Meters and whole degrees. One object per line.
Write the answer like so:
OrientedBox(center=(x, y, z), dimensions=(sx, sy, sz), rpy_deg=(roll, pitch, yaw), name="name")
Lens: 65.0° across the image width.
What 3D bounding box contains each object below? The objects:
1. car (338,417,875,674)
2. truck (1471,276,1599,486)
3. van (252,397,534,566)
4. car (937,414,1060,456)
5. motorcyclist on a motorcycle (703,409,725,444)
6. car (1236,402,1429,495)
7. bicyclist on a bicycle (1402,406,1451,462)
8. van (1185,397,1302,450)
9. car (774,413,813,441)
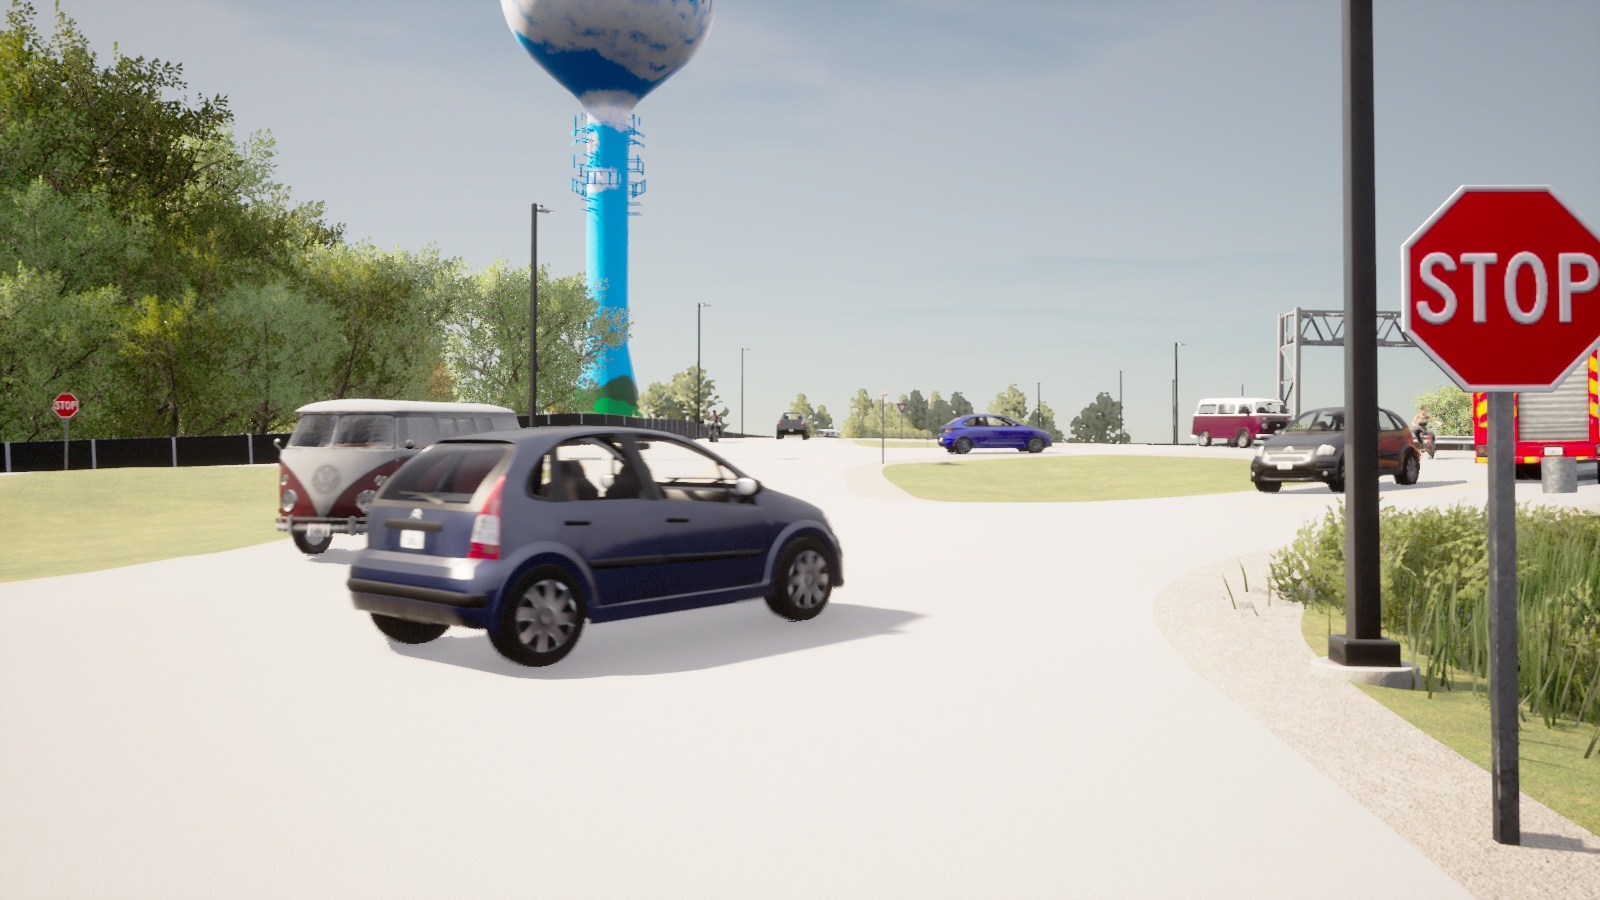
OrientedBox(center=(-1.347, 0.576, 10.019), dimensions=(1.851, 1.617, 3.988), rpy_deg=(1, 1, 41), name="car")
OrientedBox(center=(17.385, -1.362, 26.118), dimensions=(8.468, 3.827, 2.891), rpy_deg=(-2, 1, -39), name="truck")
OrientedBox(center=(-5.323, 0.316, 17.132), dimensions=(1.775, 1.987, 4.442), rpy_deg=(0, 1, 10), name="van")
OrientedBox(center=(7.385, -0.581, 46.899), dimensions=(4.193, 1.474, 1.816), rpy_deg=(0, 2, -6), name="car")
OrientedBox(center=(-4.115, -1.125, 60.276), dimensions=(0.766, 1.649, 2.350), rpy_deg=(0, 2, 2), name="motorcyclist on a motorcycle")
OrientedBox(center=(10.431, -0.055, 24.491), dimensions=(3.988, 1.617, 1.851), rpy_deg=(-3, 1, -41), name="car")
OrientedBox(center=(18.521, -0.480, 37.139), dimensions=(0.866, 1.612, 1.509), rpy_deg=(-1, 1, 9), name="bicyclist on a bicycle")
OrientedBox(center=(17.828, -1.051, 50.712), dimensions=(2.069, 2.038, 4.480), rpy_deg=(0, 1, -19), name="van")
OrientedBox(center=(-0.323, -1.282, 69.367), dimensions=(1.845, 1.501, 3.633), rpy_deg=(0, 1, 5), name="car")
